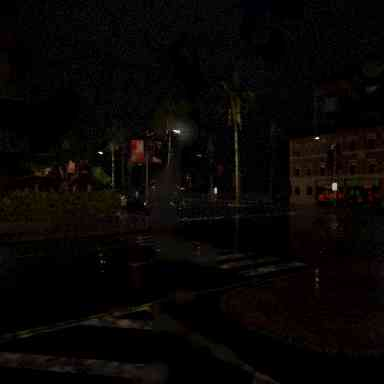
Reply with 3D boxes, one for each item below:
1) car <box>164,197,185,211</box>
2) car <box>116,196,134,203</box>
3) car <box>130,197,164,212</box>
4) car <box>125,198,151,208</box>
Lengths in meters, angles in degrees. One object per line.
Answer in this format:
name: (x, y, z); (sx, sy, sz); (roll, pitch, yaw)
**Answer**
car: (-2.729, 1.352, 40.929); (2.097, 1.767, 4.553); (0, 0, -35)
car: (-13.861, 1.522, 68.716); (1.812, 1.442, 4.674); (0, 0, -39)
car: (-5.563, 1.352, 38.869); (2.097, 1.767, 4.553); (0, 0, -35)
car: (-7.898, 1.601, 48.287); (1.895, 1.301, 4.718); (0, 0, -35)
